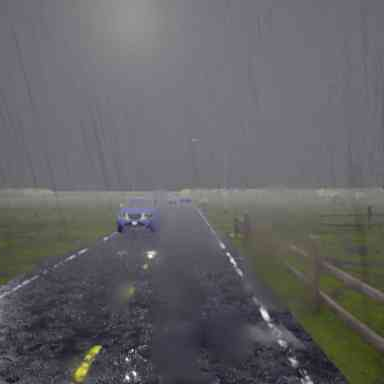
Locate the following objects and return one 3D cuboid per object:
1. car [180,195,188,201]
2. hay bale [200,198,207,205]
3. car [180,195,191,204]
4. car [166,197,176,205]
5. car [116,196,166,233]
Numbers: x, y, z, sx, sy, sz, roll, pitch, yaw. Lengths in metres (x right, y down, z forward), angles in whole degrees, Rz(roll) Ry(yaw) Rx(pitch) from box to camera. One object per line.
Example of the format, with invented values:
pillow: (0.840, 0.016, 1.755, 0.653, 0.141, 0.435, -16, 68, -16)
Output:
car: (-2.056, 1.535, 85.850, 2.128, 1.511, 4.902, 0, 0, -3)
hay bale: (2.058, 1.754, 60.240, 1.220, 1.180, 1.240, 0, 0, -2)
car: (-1.345, 1.363, 68.449, 2.097, 1.767, 4.553, 0, 0, -2)
car: (-3.920, 1.665, 62.288, 1.994, 1.385, 4.181, 0, 0, -1)
car: (-3.007, 1.264, 20.100, 2.150, 2.045, 5.566, 0, 0, 0)
